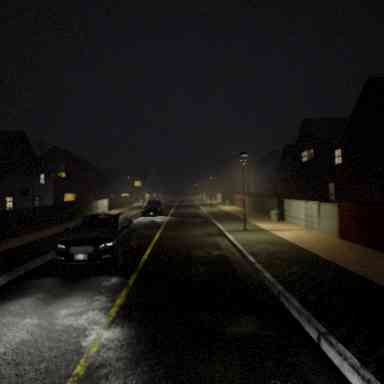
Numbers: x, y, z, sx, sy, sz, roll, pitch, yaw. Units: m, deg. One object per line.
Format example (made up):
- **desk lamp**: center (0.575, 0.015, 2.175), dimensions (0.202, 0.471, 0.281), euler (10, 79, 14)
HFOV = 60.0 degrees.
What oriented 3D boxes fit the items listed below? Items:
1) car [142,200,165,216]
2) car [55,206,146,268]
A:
- **car**: center (-3.477, 1.417, 30.741), dimensions (2.033, 1.411, 5.357), euler (-2, 0, -1)
- **car**: center (-3.080, 1.482, 11.467), dimensions (2.128, 1.511, 4.902), euler (-2, 0, -1)
